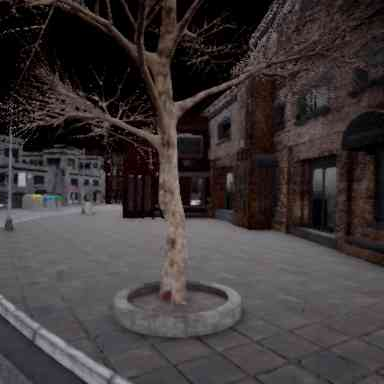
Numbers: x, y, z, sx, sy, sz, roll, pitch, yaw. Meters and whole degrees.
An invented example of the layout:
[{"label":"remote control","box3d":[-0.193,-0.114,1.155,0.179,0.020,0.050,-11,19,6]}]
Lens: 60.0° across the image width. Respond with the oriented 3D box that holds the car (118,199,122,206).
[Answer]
[{"label":"car","box3d":[-14.192,2.115,70.970,1.882,1.535,5.008,1,-1,11]}]
